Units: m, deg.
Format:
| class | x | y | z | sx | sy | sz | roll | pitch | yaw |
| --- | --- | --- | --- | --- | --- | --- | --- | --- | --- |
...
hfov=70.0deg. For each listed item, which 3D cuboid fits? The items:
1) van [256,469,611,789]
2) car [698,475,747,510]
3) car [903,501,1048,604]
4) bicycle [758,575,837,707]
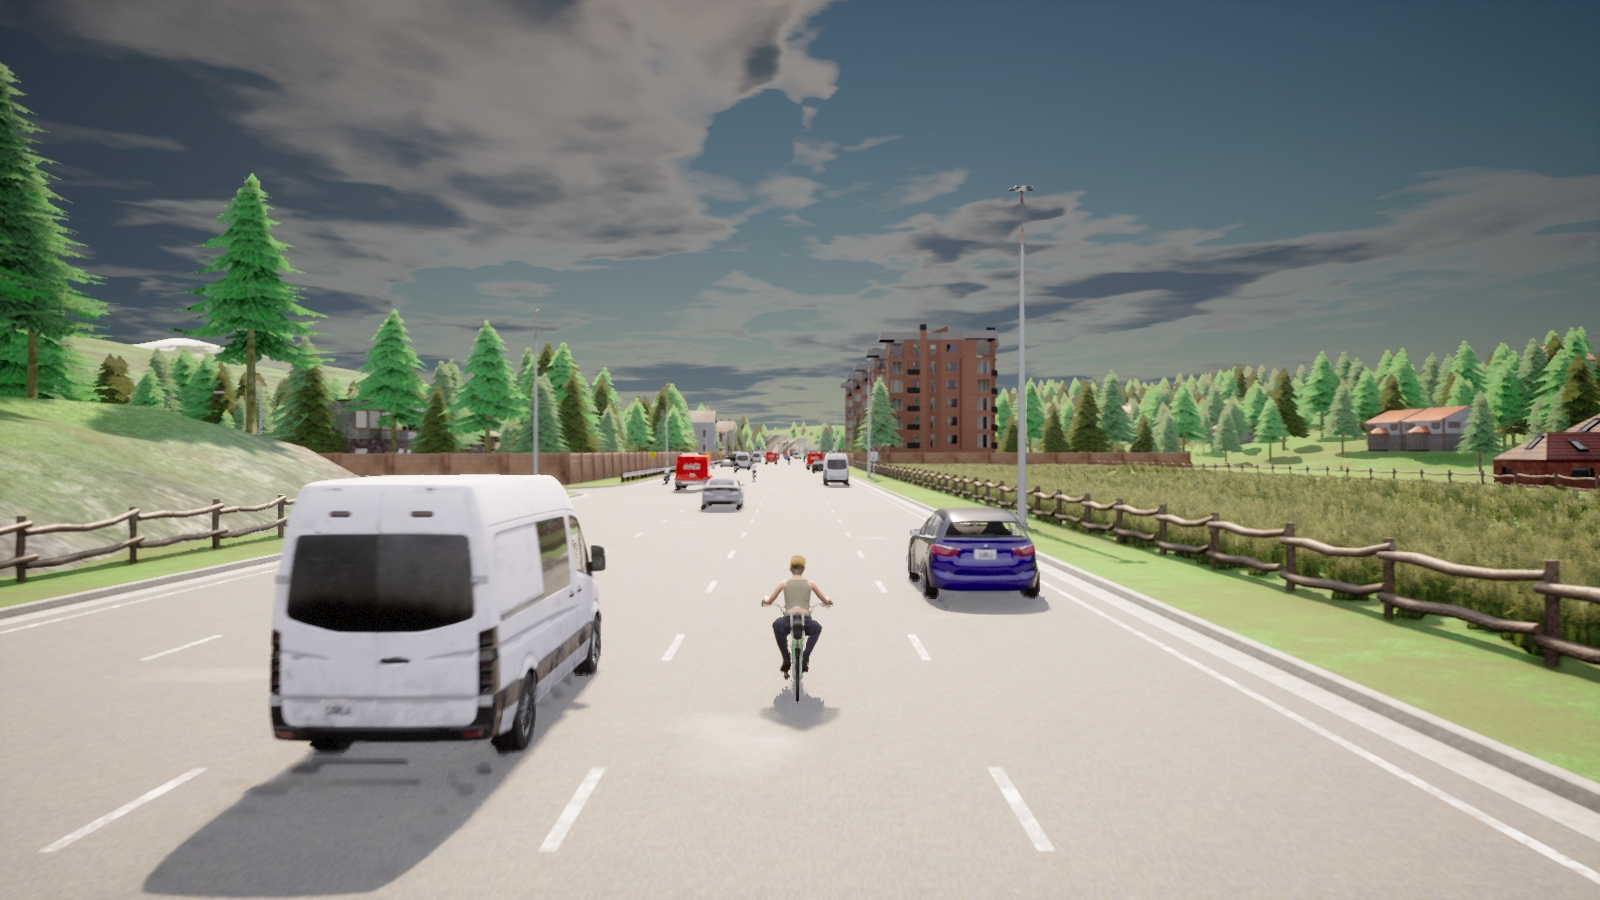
| class | x | y | z | sx | sy | sz | roll | pitch | yaw |
| --- | --- | --- | --- | --- | --- | --- | --- | --- | --- |
| van | -3.542 | 1.544 | 12.473 | 1.988 | 2.561 | 5.915 | 0 | 0 | 0 |
| car | -3.755 | 2.072 | 56.175 | 2.097 | 1.535 | 5.006 | 0 | 0 | 0 |
| car | 3.422 | 1.984 | 23.241 | 2.242 | 1.667 | 4.611 | 0 | 0 | 0 |
| bicycle | -0.031 | 2.167 | 13.210 | 0.859 | 1.276 | 1.487 | 0 | 0 | -1 |
